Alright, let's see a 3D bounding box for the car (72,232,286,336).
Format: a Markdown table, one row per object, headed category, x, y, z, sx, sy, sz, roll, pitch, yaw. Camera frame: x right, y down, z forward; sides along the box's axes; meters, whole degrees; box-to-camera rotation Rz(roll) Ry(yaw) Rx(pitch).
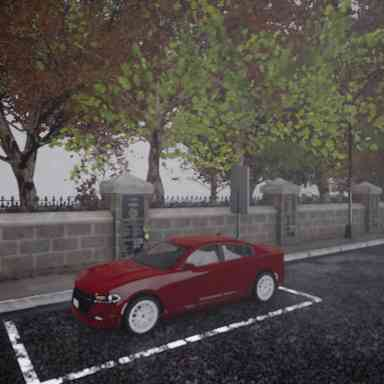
| category | x | y | z | sx | sy | sz | roll | pitch | yaw |
| --- | --- | --- | --- | --- | --- | --- | --- | --- | --- |
| car | -0.043 | 1.554 | 6.674 | 4.507 | 1.381 | 1.887 | 0 | 0 | -35 |
